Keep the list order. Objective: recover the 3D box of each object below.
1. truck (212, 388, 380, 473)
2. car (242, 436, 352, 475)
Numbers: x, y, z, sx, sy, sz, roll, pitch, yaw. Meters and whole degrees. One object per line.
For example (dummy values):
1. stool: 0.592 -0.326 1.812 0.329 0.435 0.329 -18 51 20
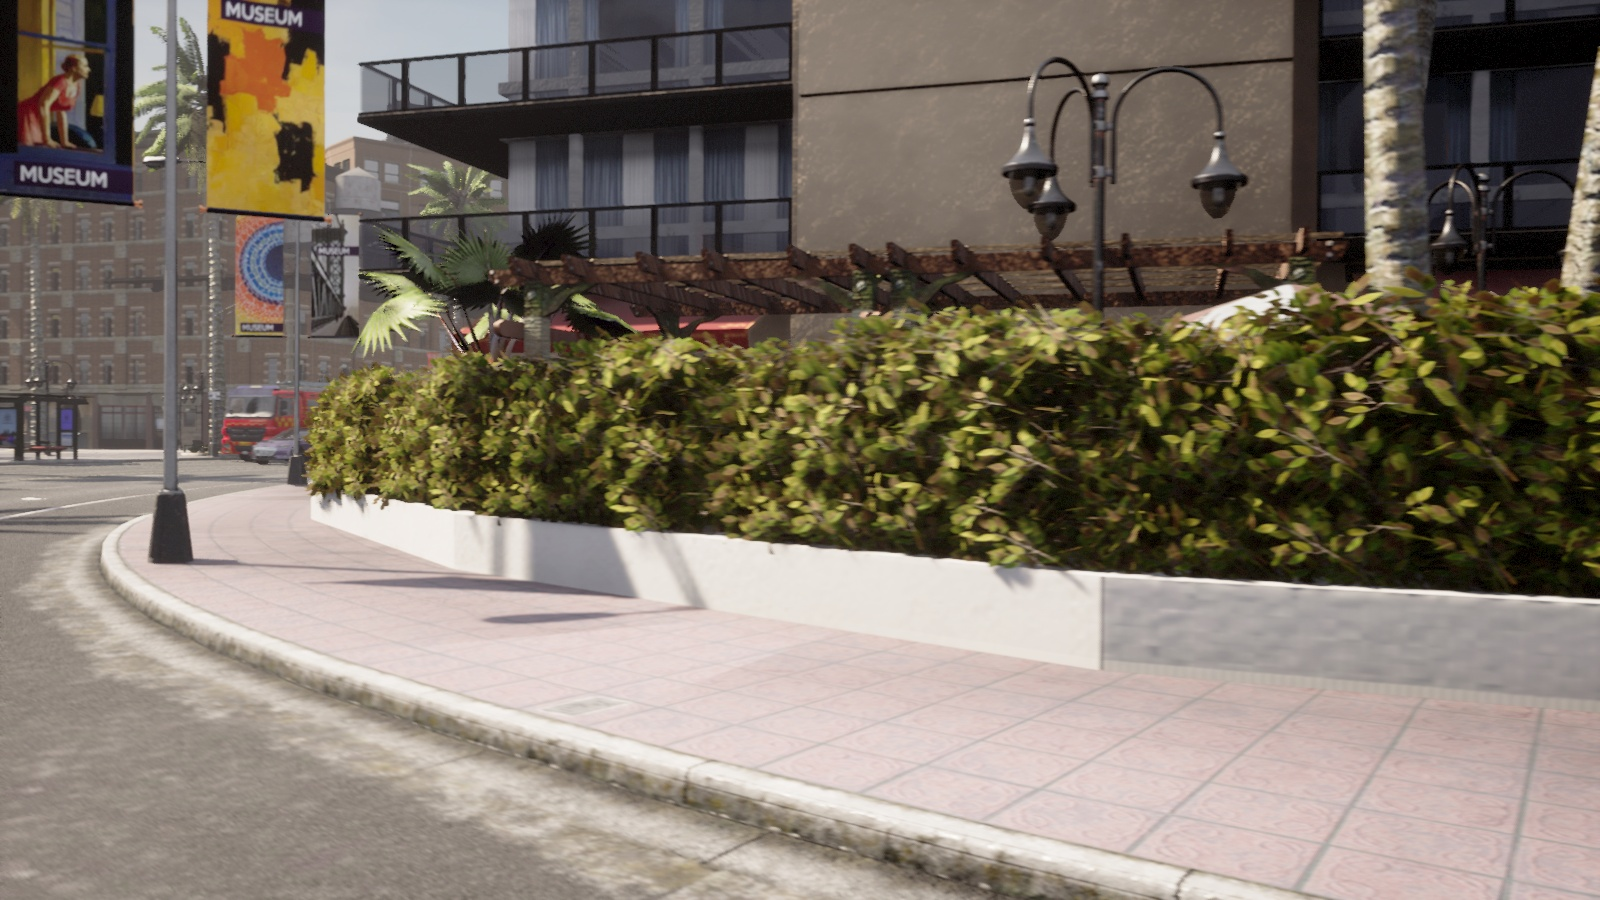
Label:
1. truck: -24.262 -0.927 61.110 2.891 3.827 8.468 0 1 17
2. car: -22.152 0.214 55.499 2.033 1.649 4.856 0 1 14
